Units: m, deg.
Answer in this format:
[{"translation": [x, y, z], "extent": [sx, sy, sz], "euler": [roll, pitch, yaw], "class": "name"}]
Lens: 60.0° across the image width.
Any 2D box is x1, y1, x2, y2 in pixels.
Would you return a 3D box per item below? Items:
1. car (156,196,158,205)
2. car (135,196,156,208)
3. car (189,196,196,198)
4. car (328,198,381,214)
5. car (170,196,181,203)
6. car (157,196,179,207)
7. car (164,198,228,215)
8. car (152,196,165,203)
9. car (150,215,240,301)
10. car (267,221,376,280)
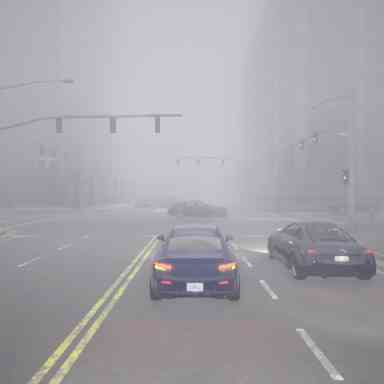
[{"translation": [-6.972, 1.505, 58.140], "extent": [1.837, 1.490, 4.892], "euler": [0, 0, 0], "class": "car"}, {"translation": [-7.007, 1.547, 48.407], "extent": [2.033, 1.411, 5.357], "euler": [0, 0, 0], "class": "car"}, {"translation": [0.155, 1.553, 82.288], "extent": [1.994, 1.385, 4.181], "euler": [0, 0, 0], "class": "car"}, {"translation": [16.770, 1.422, 34.460], "extent": [5.008, 1.535, 1.882], "euler": [0, 0, 0], "class": "car"}, {"translation": [-3.370, 1.564, 69.208], "extent": [1.994, 1.385, 4.181], "euler": [0, 0, 0], "class": "car"}, {"translation": [-3.502, 1.492, 49.614], "extent": [2.128, 1.511, 4.902], "euler": [0, 0, 0], "class": "car"}, {"translation": [0.430, 1.461, 27.137], "extent": [4.902, 1.511, 2.128], "euler": [0, 0, -1], "class": "car"}, {"translation": [-6.875, 1.547, 68.588], "extent": [2.033, 1.411, 5.357], "euler": [0, 0, 0], "class": "car"}, {"translation": [0.075, 1.526, 8.213], "extent": [1.812, 1.442, 4.674], "euler": [0, 0, 1], "class": "car"}, {"translation": [3.590, 1.564, 9.950], "extent": [1.994, 1.385, 4.181], "euler": [0, 0, 0], "class": "car"}]
